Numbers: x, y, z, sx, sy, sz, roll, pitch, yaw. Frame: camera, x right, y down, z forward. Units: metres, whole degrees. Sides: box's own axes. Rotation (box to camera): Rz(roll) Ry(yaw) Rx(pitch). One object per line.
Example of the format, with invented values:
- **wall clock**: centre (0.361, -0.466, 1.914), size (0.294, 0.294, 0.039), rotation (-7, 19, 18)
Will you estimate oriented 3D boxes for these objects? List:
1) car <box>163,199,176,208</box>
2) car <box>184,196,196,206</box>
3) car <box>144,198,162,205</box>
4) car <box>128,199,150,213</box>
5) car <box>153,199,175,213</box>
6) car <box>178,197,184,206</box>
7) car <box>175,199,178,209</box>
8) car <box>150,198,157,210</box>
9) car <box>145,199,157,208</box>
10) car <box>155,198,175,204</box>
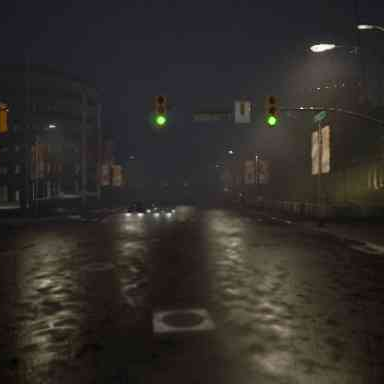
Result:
- **car**: centre (-4.407, 2.146, 63.830), size (1.882, 1.535, 5.008), rotation (0, -1, -10)
- **car**: centre (-1.212, 2.018, 75.770), size (2.150, 2.045, 5.566), rotation (0, -1, -29)
- **car**: centre (-9.643, 2.311, 82.371), size (1.837, 1.490, 4.892), rotation (1, -1, -43)
- **car**: centre (-7.114, 1.982, 43.589), size (1.812, 1.442, 4.674), rotation (0, -1, 0)
- **car**: centre (-3.616, 1.966, 44.019), size (1.837, 1.490, 4.892), rotation (0, -1, 0)
- **car**: centre (-4.246, 2.327, 74.035), size (1.994, 1.385, 4.181), rotation (0, -1, -29)
- **car**: centre (-3.623, 2.064, 53.434), size (1.837, 1.490, 4.892), rotation (0, -1, 0)
- **car**: centre (-7.117, 2.103, 53.092), size (2.033, 1.411, 5.357), rotation (0, -1, 0)
- **car**: centre (-7.823, 2.165, 63.122), size (1.837, 1.490, 4.892), rotation (0, -1, -10)
- **car**: centre (-6.917, 2.364, 84.566), size (2.033, 1.411, 5.357), rotation (1, -1, -43)
